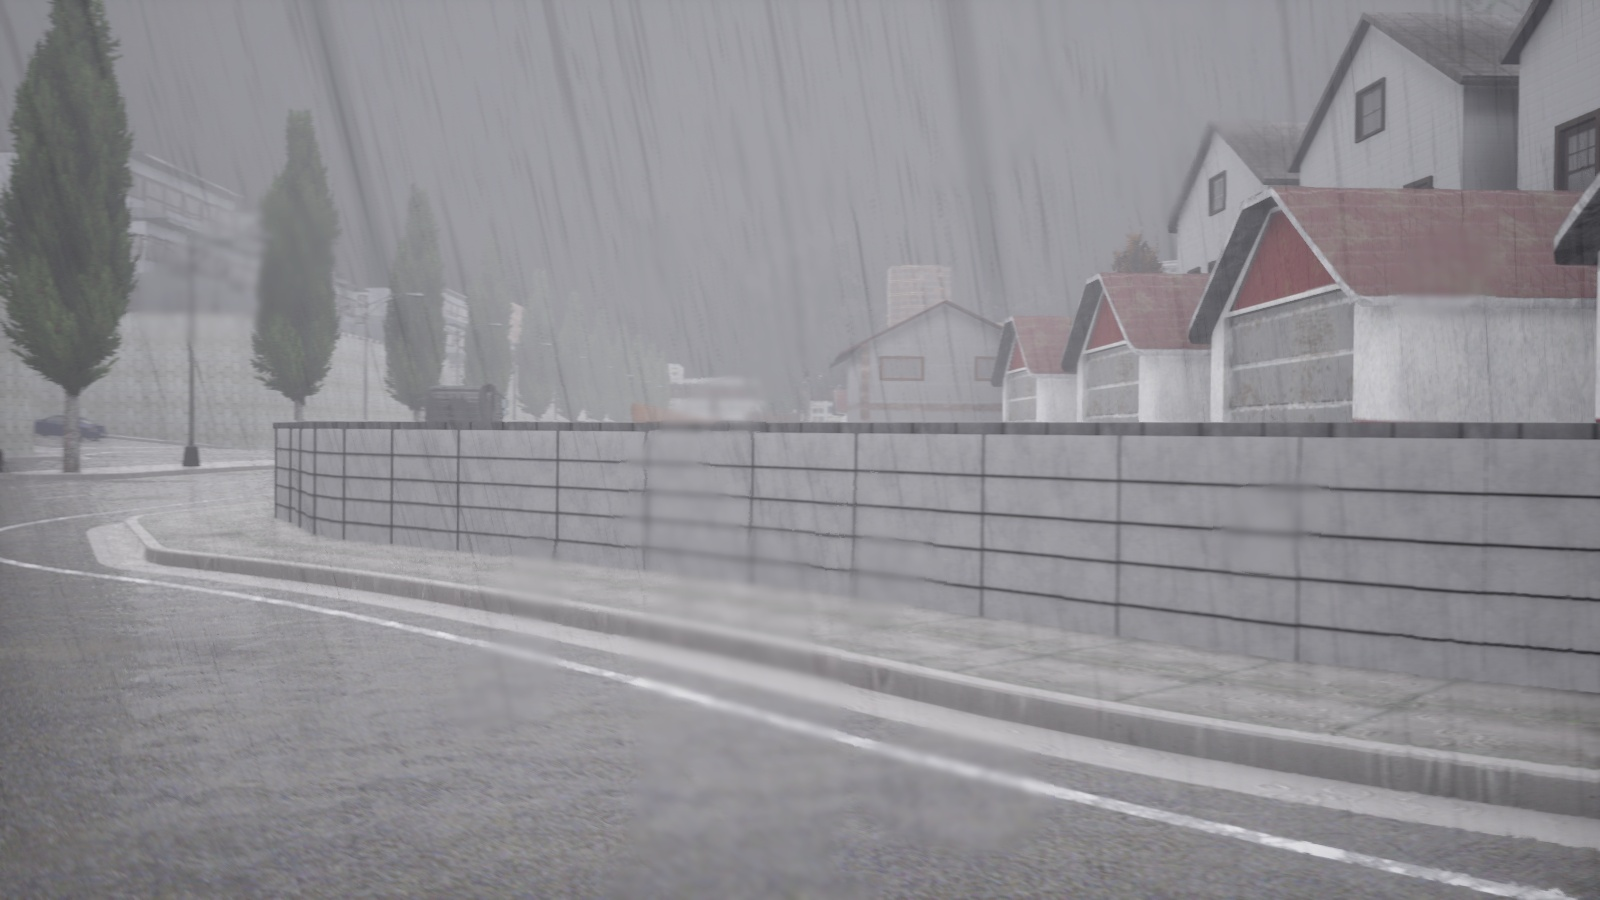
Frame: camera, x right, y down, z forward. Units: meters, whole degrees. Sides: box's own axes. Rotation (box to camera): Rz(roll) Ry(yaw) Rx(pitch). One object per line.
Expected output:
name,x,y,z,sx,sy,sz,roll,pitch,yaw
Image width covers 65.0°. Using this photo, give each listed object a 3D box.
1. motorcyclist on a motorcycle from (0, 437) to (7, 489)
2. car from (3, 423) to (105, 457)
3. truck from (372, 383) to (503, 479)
motorcyclist on a motorcycle,-25.475,0.421,38.542,0.766,1.649,2.350,0,1,-1
car,-42.626,-0.565,71.834,4.674,1.442,1.812,6,1,0
truck,-14.098,-0.734,49.578,2.891,3.462,7.936,0,1,-1
